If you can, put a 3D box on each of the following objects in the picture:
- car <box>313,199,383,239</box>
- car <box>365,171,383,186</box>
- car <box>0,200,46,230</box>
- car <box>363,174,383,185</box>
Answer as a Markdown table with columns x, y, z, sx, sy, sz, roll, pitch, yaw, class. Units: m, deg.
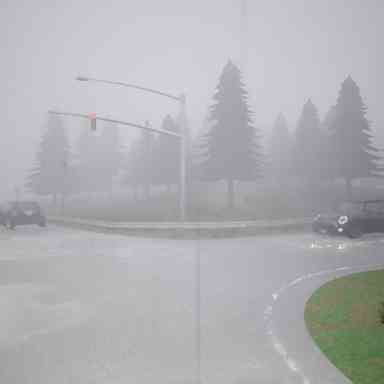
| x | y | z | sx | sy | sz | roll | pitch | yaw | class |
| --- | --- | --- | --- | --- | --- | --- | --- | --- | --- |
| 8.232 | 1.204 | 16.396 | 4.553 | 1.767 | 2.097 | -2 | 1 | -22 | car |
| 28.058 | -2.127 | 51.174 | 2.150 | 2.045 | 5.566 | 0 | 5 | 25 | car |
| -11.278 | 1.352 | 21.500 | 4.553 | 1.767 | 2.097 | 0 | 0 | 45 | car |
| 23.099 | -1.446 | 42.166 | 1.882 | 1.535 | 5.008 | 0 | 5 | 2 | car |
